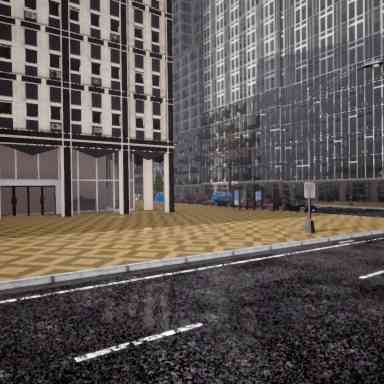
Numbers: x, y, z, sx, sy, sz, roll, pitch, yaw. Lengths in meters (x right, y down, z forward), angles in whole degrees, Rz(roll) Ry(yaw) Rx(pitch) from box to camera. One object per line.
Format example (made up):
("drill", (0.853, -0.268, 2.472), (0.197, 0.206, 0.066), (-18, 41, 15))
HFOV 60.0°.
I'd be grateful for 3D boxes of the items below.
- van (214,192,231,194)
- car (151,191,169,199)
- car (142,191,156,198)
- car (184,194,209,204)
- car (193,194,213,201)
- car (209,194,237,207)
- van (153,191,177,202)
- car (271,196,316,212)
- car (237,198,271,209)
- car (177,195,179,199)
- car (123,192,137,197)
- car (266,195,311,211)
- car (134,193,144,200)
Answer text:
("van", (5.260, 0.855, 58.812), (1.690, 1.788, 3.998), (0, 1, -34))
("car", (-7.513, 0.614, 77.619), (2.192, 1.841, 5.009), (0, 1, -34))
("car", (-10.706, 0.685, 82.322), (1.967, 1.590, 4.097), (0, 1, -34))
("car", (0.531, 1.085, 55.510), (1.882, 1.535, 5.008), (-1, 1, -34))
("car", (2.067, 1.043, 63.517), (1.802, 1.307, 4.206), (0, 1, -34))
("car", (4.669, 1.319, 44.676), (1.947, 1.339, 4.313), (0, 1, -34))
("van", (-4.865, 0.937, 58.807), (1.690, 1.788, 3.998), (0, 1, -34))
("car", (10.993, 1.424, 35.229), (1.947, 1.339, 4.313), (0, 1, -34))
("car", (7.814, 1.388, 39.943), (1.802, 1.307, 4.206), (0, 1, -34))
("car", (-4.319, 0.935, 72.921), (1.802, 1.307, 4.206), (0, 1, -34))
("car", (-17.092, 0.687, 91.726), (2.008, 1.369, 4.403), (0, 1, -34))
("car", (11.366, 1.262, 39.501), (1.882, 1.535, 5.008), (-1, 2, -35))
("car", (-11.252, 1.039, 68.213), (2.008, 1.369, 4.403), (0, 1, -34))
